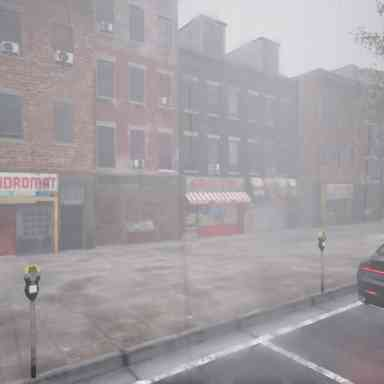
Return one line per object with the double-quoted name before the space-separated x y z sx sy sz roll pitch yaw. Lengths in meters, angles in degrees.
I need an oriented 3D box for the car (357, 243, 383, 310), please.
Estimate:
"car" 5.203 1.511 6.638 4.892 1.490 1.837 0 0 -35
